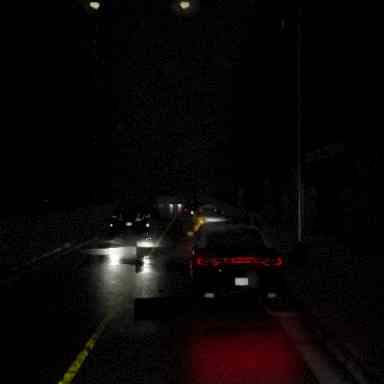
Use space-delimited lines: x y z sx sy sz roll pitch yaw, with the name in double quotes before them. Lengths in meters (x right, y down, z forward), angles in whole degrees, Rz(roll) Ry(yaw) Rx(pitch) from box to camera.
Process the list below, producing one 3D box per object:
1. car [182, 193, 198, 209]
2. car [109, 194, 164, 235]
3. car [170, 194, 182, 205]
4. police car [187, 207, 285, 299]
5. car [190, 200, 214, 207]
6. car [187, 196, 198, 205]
"car" 0.030 1.367 46.599 2.097 1.767 4.553 0 0 0
"car" -3.095 1.216 19.091 2.150 2.045 5.566 0 0 0
"car" -3.034 1.565 62.161 1.812 1.442 4.674 0 0 0
"police car" 0.903 1.421 8.619 1.930 1.638 5.238 0 0 0
"car" 0.906 1.450 18.700 1.801 1.575 5.366 0 0 0
"car" 0.019 1.514 60.343 1.882 1.535 5.008 0 0 0
